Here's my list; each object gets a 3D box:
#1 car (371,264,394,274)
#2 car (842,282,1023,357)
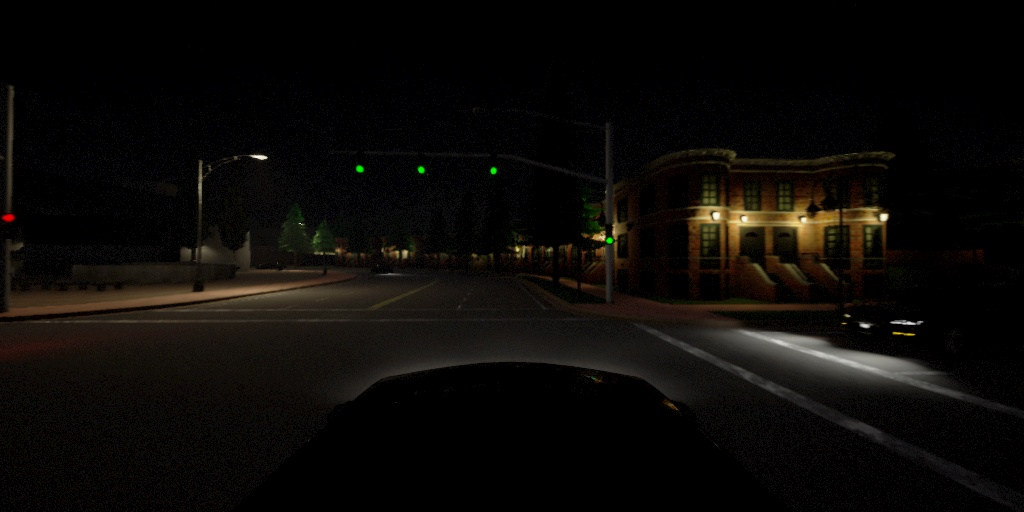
[{"bbox_3d":[-18.005,1.810,49.928,1.994,1.385,4.181,1,0,-41],"label":"car"},{"bbox_3d":[10.518,1.356,8.348,4.892,1.490,1.837,0,-1,-3],"label":"car"}]
